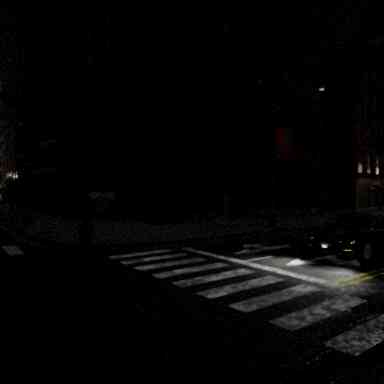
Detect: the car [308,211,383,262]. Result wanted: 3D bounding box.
[{"bbox_3d":[6.246,1.495,12.130,4.892,1.490,1.837,0,0,-35],"label":"car"}]
